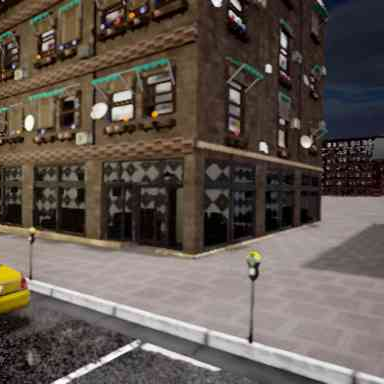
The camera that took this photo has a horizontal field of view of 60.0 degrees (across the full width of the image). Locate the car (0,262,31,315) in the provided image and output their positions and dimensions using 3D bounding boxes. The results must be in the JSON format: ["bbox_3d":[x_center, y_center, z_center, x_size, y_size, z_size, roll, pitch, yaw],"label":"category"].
[{"bbox_3d":[-5.036,1.542,6.449,4.829,1.417,1.752,0,1,36],"label":"car"}]
